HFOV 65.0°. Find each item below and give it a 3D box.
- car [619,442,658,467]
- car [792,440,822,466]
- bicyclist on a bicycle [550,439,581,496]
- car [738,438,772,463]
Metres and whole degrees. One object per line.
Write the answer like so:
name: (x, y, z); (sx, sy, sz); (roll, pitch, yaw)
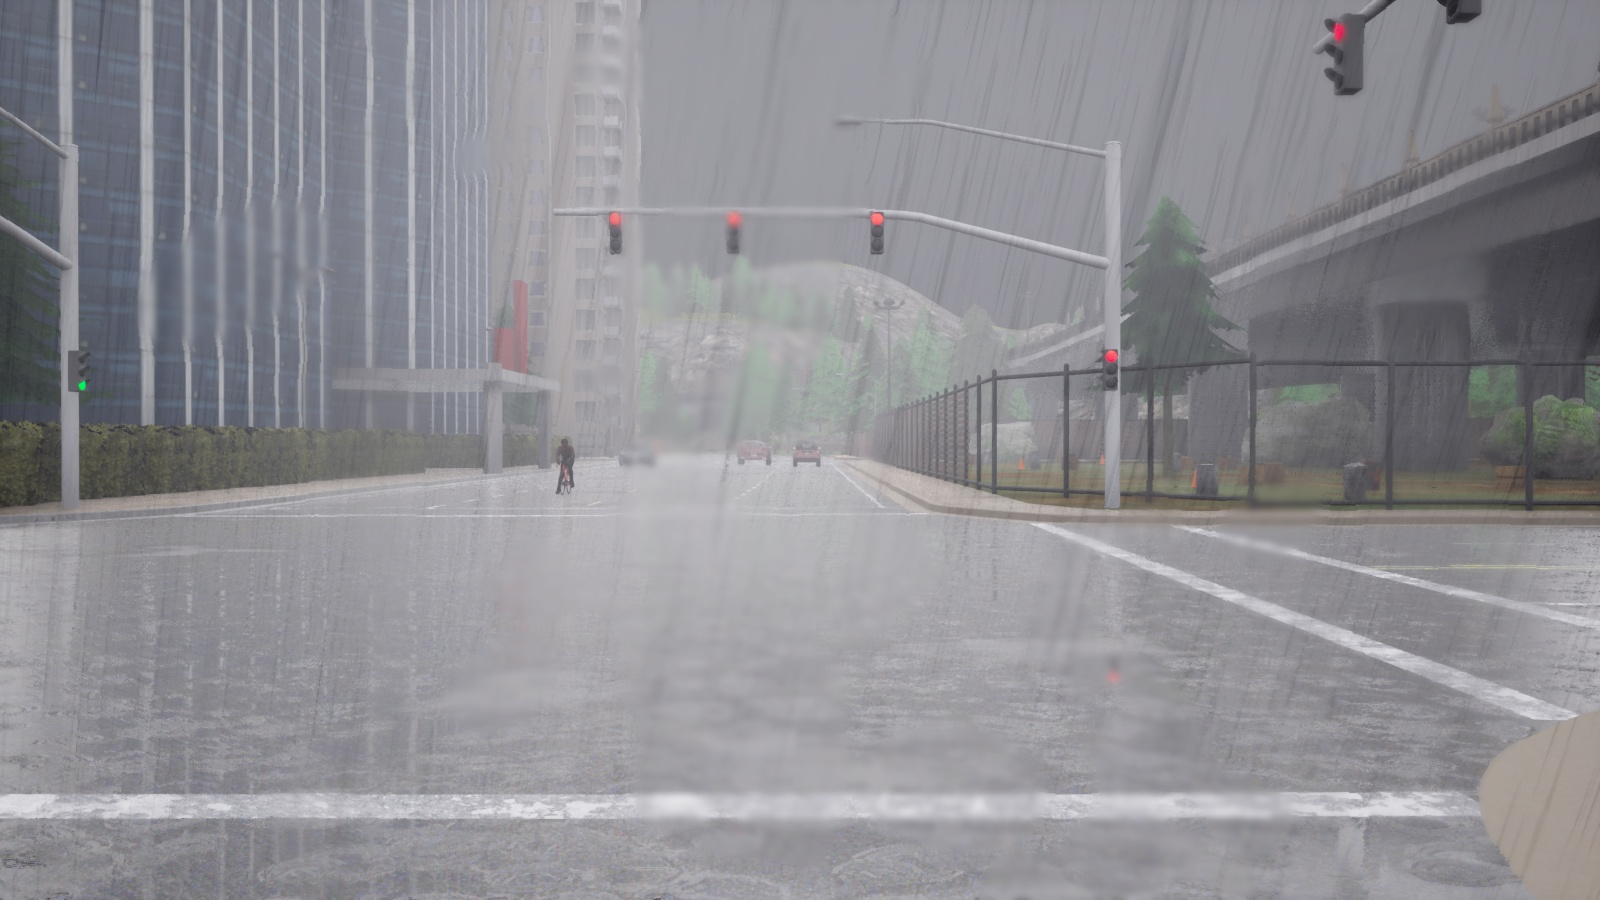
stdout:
car: (-10.074, 0.260, 78.542); (1.970, 1.475, 3.806); (0, 0, 0)
car: (0.436, 0.190, 80.558); (1.851, 1.617, 3.988); (0, 0, 0)
bicyclist on a bicycle: (-6.795, 0.488, 36.405); (0.582, 1.620, 1.656); (0, 1, 0)
car: (-3.036, 0.039, 85.718); (2.152, 1.651, 5.027); (0, 0, 0)
